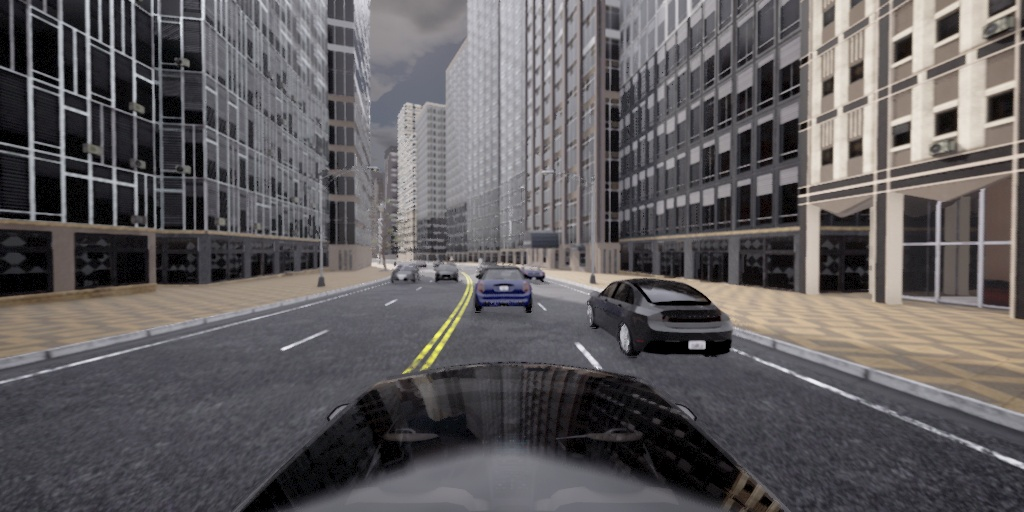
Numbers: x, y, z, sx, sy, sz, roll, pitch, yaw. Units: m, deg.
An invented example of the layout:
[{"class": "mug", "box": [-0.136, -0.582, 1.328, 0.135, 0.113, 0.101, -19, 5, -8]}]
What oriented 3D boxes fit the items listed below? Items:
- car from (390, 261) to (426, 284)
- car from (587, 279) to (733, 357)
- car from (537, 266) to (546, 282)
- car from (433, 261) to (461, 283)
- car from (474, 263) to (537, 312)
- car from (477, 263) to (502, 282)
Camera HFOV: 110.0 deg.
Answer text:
[{"class": "car", "box": [-8.473, 1.387, 28.883, 2.128, 1.511, 4.902, 0, 0, -7]}, {"class": "car", "box": [3.141, 1.287, 8.627, 1.837, 1.490, 4.892, 0, 0, -2]}, {"class": "car", "box": [1.421, 1.473, 30.040, 1.895, 1.301, 4.718, 0, 0, -7]}, {"class": "car", "box": [-5.269, 1.394, 29.432, 1.837, 1.490, 4.892, 0, 0, -7]}, {"class": "car", "box": [-0.404, 1.165, 14.658, 2.097, 1.767, 4.553, 0, 0, -3]}, {"class": "car", "box": [-2.060, 1.392, 31.422, 1.837, 1.490, 4.892, 0, 0, -8]}]
